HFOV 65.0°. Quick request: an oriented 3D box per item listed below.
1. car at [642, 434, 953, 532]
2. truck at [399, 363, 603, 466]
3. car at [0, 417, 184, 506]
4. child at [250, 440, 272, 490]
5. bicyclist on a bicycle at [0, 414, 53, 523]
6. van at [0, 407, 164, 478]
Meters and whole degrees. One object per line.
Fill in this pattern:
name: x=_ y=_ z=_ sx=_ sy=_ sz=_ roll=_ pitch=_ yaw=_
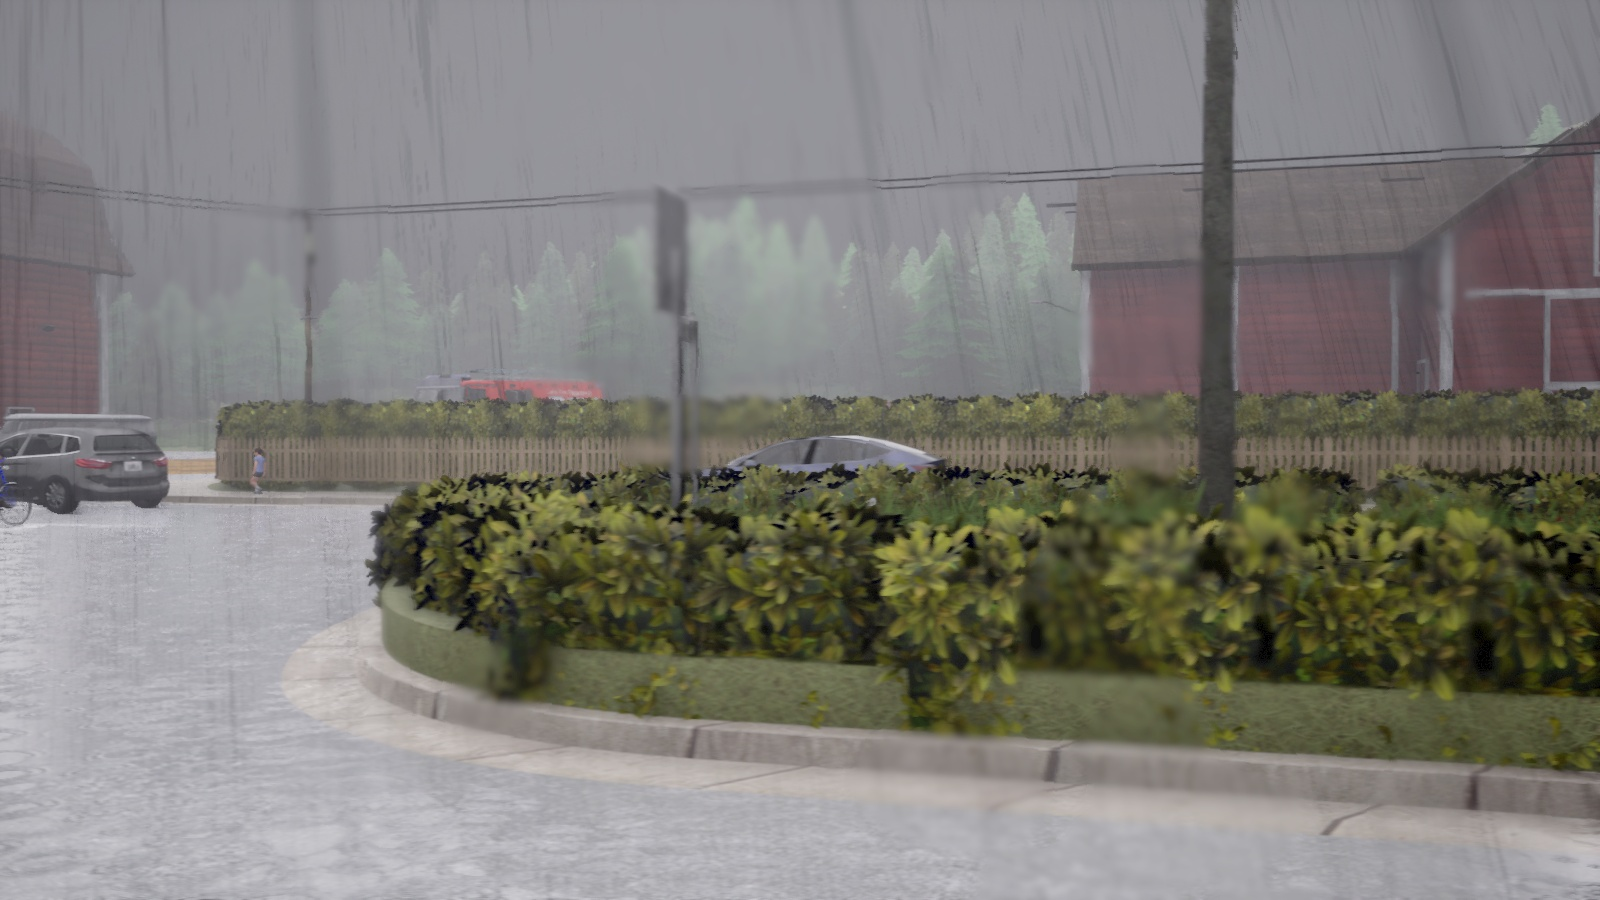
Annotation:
car: x=0.008 y=0.487 z=20.996 sx=4.792 sy=1.488 sz=2.163 roll=1 pitch=1 yaw=15
truck: x=-11.878 y=-1.399 z=50.913 sx=2.891 sy=3.827 sz=8.468 roll=1 pitch=1 yaw=32
car: x=-15.065 y=0.180 z=25.275 sx=4.611 sy=1.667 sz=2.242 roll=1 pitch=1 yaw=21
child: x=-12.099 y=0.342 z=28.183 sx=0.394 sy=1.110 sz=0.255 roll=1 pitch=1 yaw=17
bicyclist on a bicycle: x=-13.516 y=0.285 z=21.026 sx=1.843 sy=1.776 sz=0.659 roll=0 pitch=1 yaw=17
van: x=-21.717 y=-0.255 z=37.574 sx=1.775 sy=1.987 sz=4.442 roll=1 pitch=1 yaw=40
